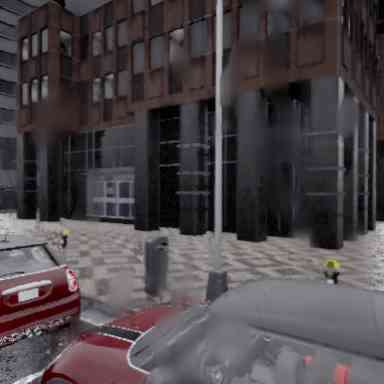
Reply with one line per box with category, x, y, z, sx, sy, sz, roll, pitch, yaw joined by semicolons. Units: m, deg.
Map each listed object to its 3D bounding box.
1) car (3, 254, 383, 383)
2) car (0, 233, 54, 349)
car;0.609;1.439;2.524;4.097;1.590;1.967;0;0;36
car;-3.807;1.423;5.675;4.097;1.590;1.967;0;0;36
